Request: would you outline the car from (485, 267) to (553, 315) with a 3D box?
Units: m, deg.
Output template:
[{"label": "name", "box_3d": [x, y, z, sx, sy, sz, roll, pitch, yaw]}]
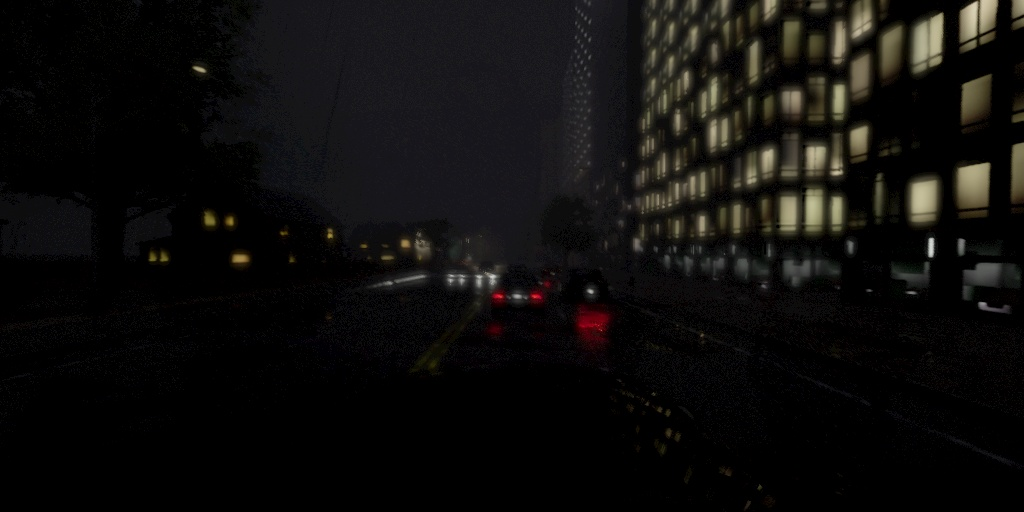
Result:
[{"label": "car", "box_3d": [0.225, 1.344, 13.823, 2.033, 1.411, 5.357, 0, 0, 1]}]

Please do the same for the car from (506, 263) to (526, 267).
[{"label": "car", "box_3d": [0.495, 1.371, 33.435, 2.128, 1.511, 4.902, 0, 0, 1]}]

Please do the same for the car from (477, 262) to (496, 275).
[{"label": "car", "box_3d": [-2.837, 1.408, 41.254, 1.837, 1.490, 4.892, 0, 0, 1]}]

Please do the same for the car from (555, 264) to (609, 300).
[{"label": "car", "box_3d": [3.541, 1.332, 18.243, 1.837, 1.490, 4.892, 0, 0, 1]}]

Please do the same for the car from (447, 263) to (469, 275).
[{"label": "car", "box_3d": [-6.089, 1.452, 41.074, 1.994, 1.385, 4.181, 0, 0, 1]}]

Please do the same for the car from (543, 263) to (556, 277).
[{"label": "car", "box_3d": [3.759, 1.424, 34.358, 1.812, 1.442, 4.674, 0, 0, 1]}]
